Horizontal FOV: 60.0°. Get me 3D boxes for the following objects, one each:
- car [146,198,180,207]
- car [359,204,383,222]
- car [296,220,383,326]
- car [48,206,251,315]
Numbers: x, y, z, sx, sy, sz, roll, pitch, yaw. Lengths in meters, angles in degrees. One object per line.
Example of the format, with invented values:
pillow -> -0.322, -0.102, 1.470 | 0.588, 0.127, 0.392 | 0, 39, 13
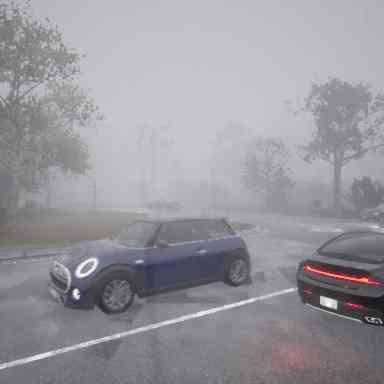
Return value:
car -> -3.567, 1.519, 39.630 | 1.882, 1.535, 5.008 | 0, 0, -45
car -> 14.685, 1.525, 24.501 | 4.674, 1.442, 1.812 | 0, 0, -14
car -> 4.144, 1.505, 6.671 | 4.892, 1.490, 1.837 | 0, 0, -35
car -> -0.812, 1.352, 7.698 | 4.553, 1.767, 2.097 | 0, 0, -35
